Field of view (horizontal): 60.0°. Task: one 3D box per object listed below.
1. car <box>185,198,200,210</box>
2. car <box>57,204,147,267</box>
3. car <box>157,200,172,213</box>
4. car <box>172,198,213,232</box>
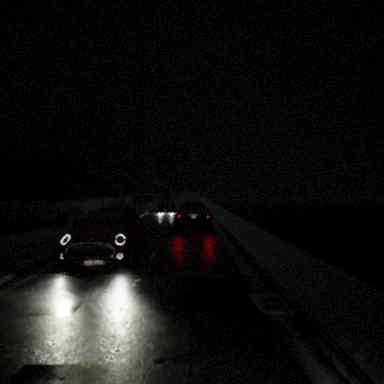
[{"bbox_3d":[0.073,1.554,43.794,1.812,1.442,4.674,0,0,0],"label":"car"},{"bbox_3d":[-2.833,1.362,11.402,2.097,1.767,4.553,0,0,0],"label":"car"},{"bbox_3d":[-2.869,1.573,38.304,2.033,1.411,5.357,0,0,0],"label":"car"},{"bbox_3d":[0.087,1.369,20.116,2.097,1.767,4.553,0,0,0],"label":"car"}]
